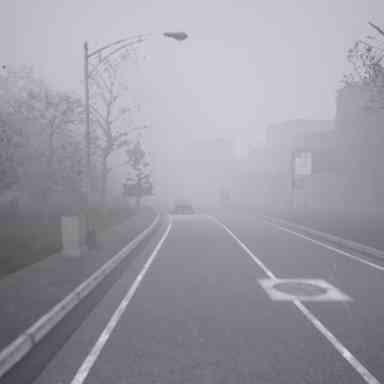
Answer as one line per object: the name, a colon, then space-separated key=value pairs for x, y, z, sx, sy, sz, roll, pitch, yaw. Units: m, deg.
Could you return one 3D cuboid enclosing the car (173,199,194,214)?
car: x=-0.957 y=1.471 z=35.119 sx=1.882 sy=1.535 sz=5.008 roll=0 pitch=0 yaw=-8
